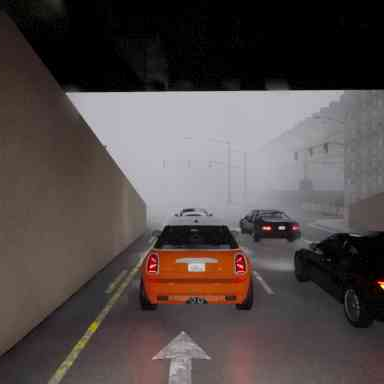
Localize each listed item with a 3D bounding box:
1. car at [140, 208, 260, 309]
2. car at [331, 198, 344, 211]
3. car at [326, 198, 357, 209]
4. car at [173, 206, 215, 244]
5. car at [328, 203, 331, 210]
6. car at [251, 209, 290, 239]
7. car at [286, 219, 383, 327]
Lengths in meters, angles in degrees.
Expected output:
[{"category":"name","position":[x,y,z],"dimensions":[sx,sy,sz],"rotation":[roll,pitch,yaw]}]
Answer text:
[{"category":"car","position":[0.087,1.352,8.013],"dimensions":[2.097,1.767,4.553],"rotation":[0,0,0]},{"category":"car","position":[17.424,1.453,34.254],"dimensions":[2.038,1.542,4.974],"rotation":[0,0,-35]},{"category":"car","position":[17.563,1.295,38.898],"dimensions":[1.853,1.218,4.536],"rotation":[0,0,45]},{"category":"car","position":[0.095,1.526,16.691],"dimensions":[1.812,1.442,4.674],"rotation":[0,0,0]},{"category":"car","position":[17.527,1.453,38.861],"dimensions":[2.038,1.542,4.974],"rotation":[0,0,45]},{"category":"car","position":[3.628,1.547,16.362],"dimensions":[2.033,1.411,5.357],"rotation":[0,0,-3]},{"category":"car","position":[3.585,1.526,6.870],"dimensions":[1.812,1.442,4.674],"rotation":[0,0,0]}]
